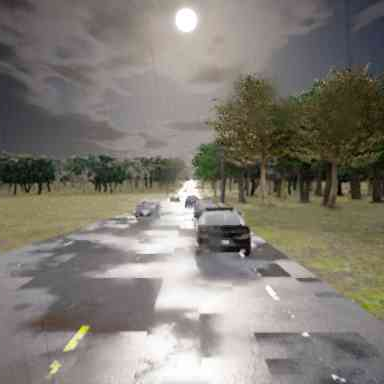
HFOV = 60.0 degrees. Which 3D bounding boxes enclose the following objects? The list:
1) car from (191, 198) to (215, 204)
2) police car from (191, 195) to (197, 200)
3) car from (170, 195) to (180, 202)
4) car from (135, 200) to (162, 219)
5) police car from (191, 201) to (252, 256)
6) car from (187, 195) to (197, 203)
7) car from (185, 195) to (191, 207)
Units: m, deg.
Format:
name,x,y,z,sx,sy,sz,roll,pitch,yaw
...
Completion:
name,x,y,z,sx,sy,sz,roll,pitch,yaw
car,1.061,1.401,22.964,1.882,1.535,5.008,0,0,0
police car,1.064,1.340,29.075,1.930,1.638,5.238,0,0,0
car,-3.469,1.357,68.606,1.994,1.385,4.181,0,0,0
car,-3.582,1.407,28.068,2.128,1.511,4.902,0,0,0
police car,1.057,1.374,13.073,1.930,1.638,5.238,0,0,0
car,0.032,1.317,65.596,1.882,1.535,5.008,0,0,0
car,0.036,1.244,48.456,2.097,1.767,4.553,0,0,0
